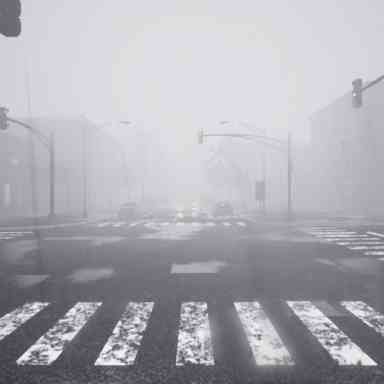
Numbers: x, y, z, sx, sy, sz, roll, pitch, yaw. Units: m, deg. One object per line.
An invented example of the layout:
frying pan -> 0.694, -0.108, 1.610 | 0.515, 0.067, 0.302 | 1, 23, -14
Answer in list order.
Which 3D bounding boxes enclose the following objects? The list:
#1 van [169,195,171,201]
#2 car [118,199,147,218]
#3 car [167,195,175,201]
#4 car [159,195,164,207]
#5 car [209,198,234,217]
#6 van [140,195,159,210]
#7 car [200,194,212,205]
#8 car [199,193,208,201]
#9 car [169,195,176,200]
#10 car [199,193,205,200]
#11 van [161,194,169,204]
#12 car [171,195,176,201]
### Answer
van -> -5.459, 1.328, 63.669 | 1.690, 1.788, 3.998 | 0, 0, 0
car -> -5.580, 1.576, 30.392 | 1.802, 1.307, 4.206 | 0, 0, 0
car -> -5.375, 1.526, 85.854 | 1.887, 1.381, 4.507 | 0, 0, 0
car -> -5.519, 1.536, 47.031 | 1.887, 1.381, 4.507 | 0, 0, 0
car -> 2.800, 1.520, 30.531 | 1.752, 1.417, 4.829 | -1, 0, 0
van -> -5.541, 1.333, 41.484 | 1.690, 1.788, 3.998 | 0, 0, 0
car -> 2.903, 1.539, 58.092 | 2.008, 1.369, 4.403 | -1, 0, 0
car -> 3.003, 1.296, 85.823 | 2.192, 1.841, 5.009 | -1, 0, 0
car -> -5.355, 1.561, 91.400 | 1.802, 1.307, 4.206 | 0, 0, 0
car -> 2.964, 1.550, 74.730 | 1.947, 1.339, 4.313 | -1, 0, 0
van -> -5.480, 1.329, 58.123 | 1.690, 1.788, 3.998 | 0, 0, 0
car -> -5.396, 1.549, 80.308 | 1.947, 1.339, 4.313 | 0, 0, 0
